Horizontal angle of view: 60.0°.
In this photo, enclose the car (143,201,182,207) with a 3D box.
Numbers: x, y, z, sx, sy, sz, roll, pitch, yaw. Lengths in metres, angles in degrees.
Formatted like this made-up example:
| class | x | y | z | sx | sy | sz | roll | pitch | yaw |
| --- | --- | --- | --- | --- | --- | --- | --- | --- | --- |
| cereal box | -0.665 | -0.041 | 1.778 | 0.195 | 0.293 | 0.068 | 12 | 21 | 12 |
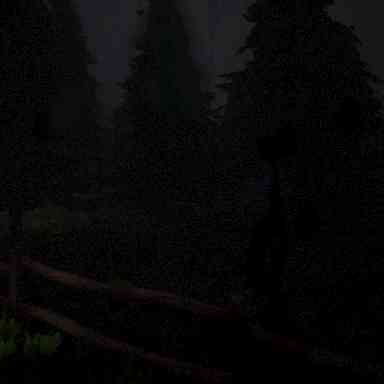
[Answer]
| class | x | y | z | sx | sy | sz | roll | pitch | yaw |
| --- | --- | --- | --- | --- | --- | --- | --- | --- | --- |
| car | -3.249 | 1.627 | 37.122 | 4.718 | 1.301 | 1.895 | 0 | 0 | -13 |
